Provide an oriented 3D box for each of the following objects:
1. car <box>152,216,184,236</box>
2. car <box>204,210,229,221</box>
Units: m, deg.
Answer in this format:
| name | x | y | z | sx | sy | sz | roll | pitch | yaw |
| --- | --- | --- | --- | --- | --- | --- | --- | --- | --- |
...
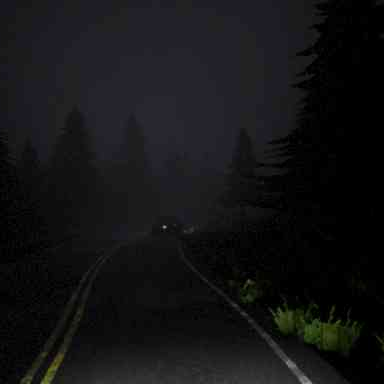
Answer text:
| name | x | y | z | sx | sy | sz | roll | pitch | yaw |
| --- | --- | --- | --- | --- | --- | --- | --- | --- | --- |
| car | -1.727 | 2.473 | 24.934 | 1.994 | 1.385 | 4.181 | 0 | -3 | 5 |
| car | 3.159 | 3.055 | 42.161 | 2.097 | 1.767 | 4.553 | 1 | -2 | 23 |
